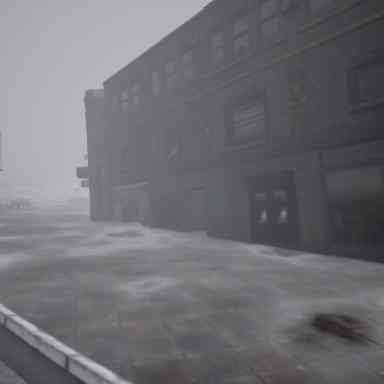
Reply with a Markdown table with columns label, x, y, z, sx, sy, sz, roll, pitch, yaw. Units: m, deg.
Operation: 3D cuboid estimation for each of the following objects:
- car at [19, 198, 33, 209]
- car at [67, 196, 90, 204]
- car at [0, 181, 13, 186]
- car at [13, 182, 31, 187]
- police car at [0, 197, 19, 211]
| label | x | y | z | sx | sy | sz | roll | pitch | yaw |
| --- | --- | --- | --- | --- | --- | --- | --- | --- | --- |
| car | -22.680 | 1.491 | 43.573 | 1.837 | 1.490 | 4.892 | -3 | 0 | -3 |
| car | -21.429 | 1.529 | 62.810 | 1.837 | 1.490 | 4.892 | -4 | -1 | 21 |
| car | -44.843 | -1.893 | 77.102 | 2.185 | 1.767 | 4.553 | -4 | -3 | 18 |
| car | -43.146 | -1.563 | 82.565 | 2.163 | 1.488 | 4.792 | -4 | -3 | 17 |
| police car | -22.128 | 1.400 | 37.982 | 1.930 | 1.638 | 5.238 | -3 | 0 | -9 |
